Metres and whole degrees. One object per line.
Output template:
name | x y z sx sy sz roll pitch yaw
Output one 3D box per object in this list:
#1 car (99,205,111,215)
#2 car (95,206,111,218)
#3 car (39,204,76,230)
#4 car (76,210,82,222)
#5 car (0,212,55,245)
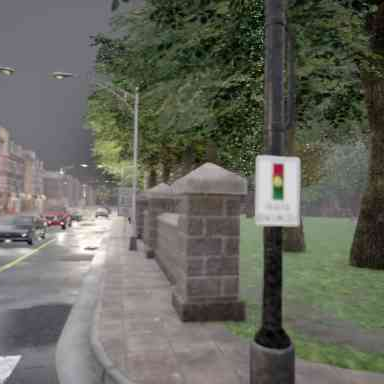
car | -16.649 3.447 63.758 2.097 1.767 4.553 2 -2 -13
car | -13.612 3.194 50.303 2.033 1.411 5.357 2 -2 -13
car | -11.743 2.091 28.718 2.150 2.045 5.566 2 -2 -13
car | -13.934 2.762 38.560 1.994 1.385 4.181 2 -2 -12
car | -9.513 2.083 18.781 2.033 1.411 5.357 2 -2 -13
